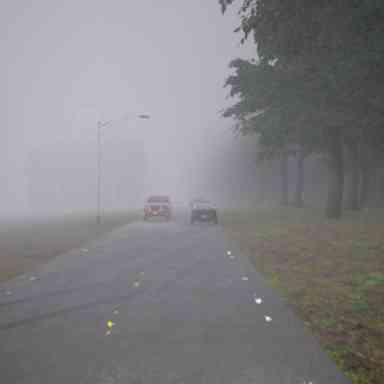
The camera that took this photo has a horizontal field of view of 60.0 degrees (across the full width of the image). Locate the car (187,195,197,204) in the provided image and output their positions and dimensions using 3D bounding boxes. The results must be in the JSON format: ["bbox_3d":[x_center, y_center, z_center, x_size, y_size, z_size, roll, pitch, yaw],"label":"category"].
[{"bbox_3d":[0.009,1.673,78.532,2.150,2.045,5.566,0,-1,0],"label":"car"}]

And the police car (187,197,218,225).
[{"bbox_3d":[0.828,1.456,24.610,1.930,1.638,5.238,0,0,0],"label":"police car"}]

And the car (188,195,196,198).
[{"bbox_3d":[0.828,1.487,40.476,2.097,1.767,4.553,0,-1,0],"label":"car"}]

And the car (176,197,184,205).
[{"bbox_3d":[-2.742,1.906,69.635,1.837,1.490,4.892,0,-1,0],"label":"car"}]

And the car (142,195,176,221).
[{"bbox_3d":[-2.846,1.269,28.410,2.150,2.045,5.566,0,0,0],"label":"car"}]
